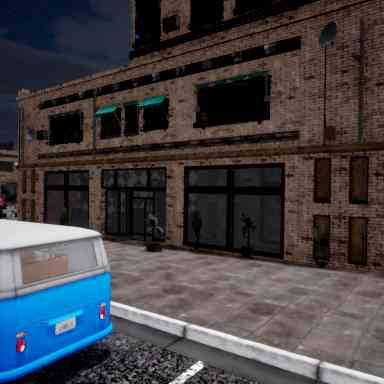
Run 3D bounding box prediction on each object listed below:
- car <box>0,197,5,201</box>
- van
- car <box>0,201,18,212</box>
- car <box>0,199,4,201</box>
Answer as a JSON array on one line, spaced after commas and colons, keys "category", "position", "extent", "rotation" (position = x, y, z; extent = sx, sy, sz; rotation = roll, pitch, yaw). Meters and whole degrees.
[{"category": "car", "position": [-22.873, 1.411, 36.230], "extent": [2.192, 1.841, 5.009], "rotation": [0, 0, 36]}, {"category": "van", "position": [-2.995, 1.340, 4.998], "extent": [3.998, 1.788, 1.690], "rotation": [0, 1, 36]}, {"category": "car", "position": [-16.121, 1.793, 31.270], "extent": [1.947, 1.339, 4.313], "rotation": [0, 0, 36]}, {"category": "car", "position": [-21.783, 1.684, 33.348], "extent": [1.994, 1.385, 4.181], "rotation": [1, 0, 36]}]
